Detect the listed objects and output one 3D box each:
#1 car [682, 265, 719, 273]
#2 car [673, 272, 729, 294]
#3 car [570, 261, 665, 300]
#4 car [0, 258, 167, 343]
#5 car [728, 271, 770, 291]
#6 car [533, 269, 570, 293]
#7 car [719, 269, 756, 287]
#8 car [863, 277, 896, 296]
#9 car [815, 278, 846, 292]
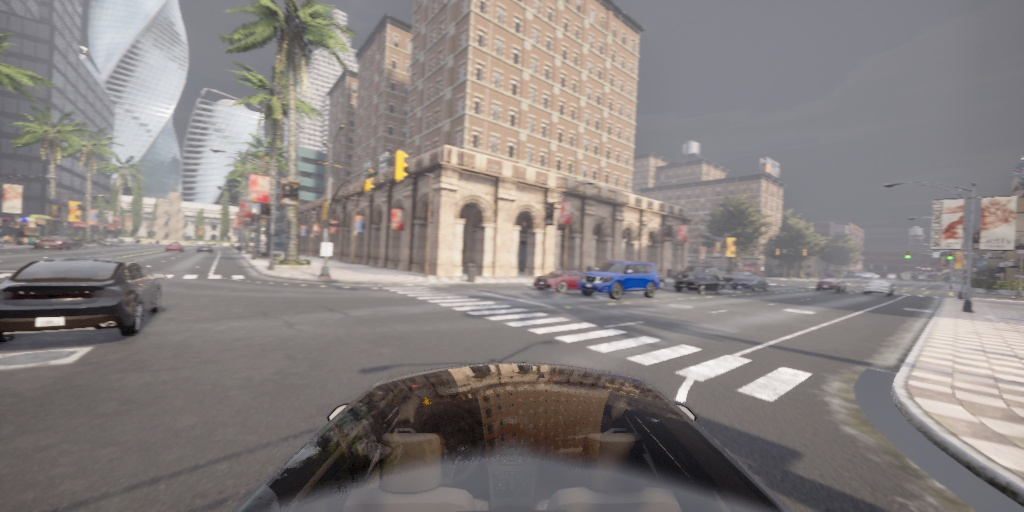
[{"bbox_3d":[17.823,1.909,34.284,5.566,2.045,2.150,3,0,-38],"label":"car"},{"bbox_3d":[13.936,2.084,26.678,4.718,1.301,1.895,3,0,-39],"label":"car"},{"bbox_3d":[6.166,1.299,20.393,5.566,2.045,2.150,3,0,-39],"label":"car"},{"bbox_3d":[-9.231,0.781,7.900,1.837,1.490,4.892,3,0,-39],"label":"car"},{"bbox_3d":[22.210,2.462,33.349,5.357,1.411,2.033,3,0,-39],"label":"car"},{"bbox_3d":[3.317,1.496,22.604,4.181,1.385,1.994,3,0,-39],"label":"car"},{"bbox_3d":[25.442,2.437,40.463,4.553,1.767,2.097,3,0,-39],"label":"car"},{"bbox_3d":[37.295,3.221,36.441,4.674,1.442,1.812,3,0,-39],"label":"car"},{"bbox_3d":[34.138,3.059,38.383,4.674,1.442,1.812,3,0,-39],"label":"car"}]
